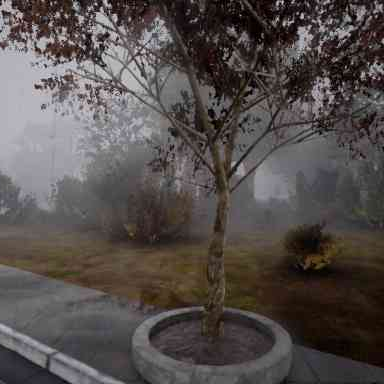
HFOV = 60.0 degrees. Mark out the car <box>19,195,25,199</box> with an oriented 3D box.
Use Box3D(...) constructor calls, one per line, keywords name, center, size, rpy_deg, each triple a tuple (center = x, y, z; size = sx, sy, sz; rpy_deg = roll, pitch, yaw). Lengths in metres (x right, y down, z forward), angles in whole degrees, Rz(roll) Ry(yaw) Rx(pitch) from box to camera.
Box3D(name="car", center=(-22.628, 1.174, 43.321), size=(1.837, 1.490, 4.892), rpy_deg=(1, 0, 32))
